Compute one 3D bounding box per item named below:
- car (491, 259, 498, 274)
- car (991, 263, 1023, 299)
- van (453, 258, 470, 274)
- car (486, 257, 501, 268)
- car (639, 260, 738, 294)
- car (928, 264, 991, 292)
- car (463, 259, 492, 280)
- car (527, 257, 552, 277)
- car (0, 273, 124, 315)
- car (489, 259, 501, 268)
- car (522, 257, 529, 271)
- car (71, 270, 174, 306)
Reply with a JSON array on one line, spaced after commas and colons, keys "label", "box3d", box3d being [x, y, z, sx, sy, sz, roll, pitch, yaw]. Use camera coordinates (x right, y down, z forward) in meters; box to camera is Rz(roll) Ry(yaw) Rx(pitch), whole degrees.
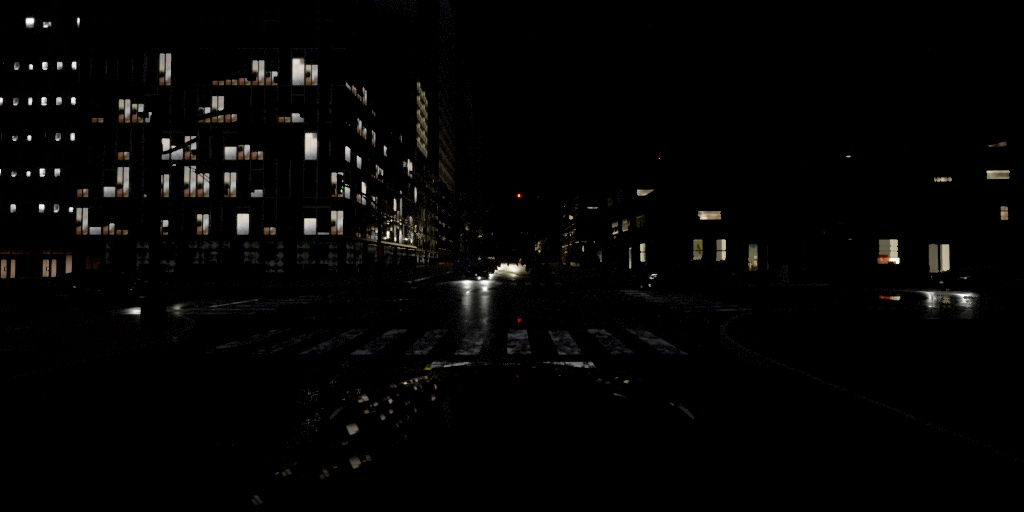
[{"label": "car", "box3d": [-3.024, 1.319, 42.020, 1.994, 1.385, 4.181, 0, 0, 0]}, {"label": "car", "box3d": [20.710, 0.994, 12.734, 4.829, 1.417, 1.751, 0, 0, 1]}, {"label": "van", "box3d": [-5.618, 1.096, 40.623, 1.690, 1.789, 3.998, 0, 0, 0]}, {"label": "car", "box3d": [-3.003, 1.303, 52.300, 2.033, 1.411, 5.357, 0, 0, 0]}, {"label": "car", "box3d": [9.192, 1.038, 19.025, 4.553, 1.767, 2.097, -1, -1, 5]}, {"label": "car", "box3d": [24.503, 1.060, 18.493, 4.674, 1.442, 1.812, 0, -1, 1]}, {"label": "car", "box3d": [-3.017, 1.280, 32.071, 1.812, 1.442, 4.674, 0, 0, -1]}, {"label": "car", "box3d": [2.753, 1.194, 34.972, 1.967, 1.591, 4.097, 0, 0, 0]}, {"label": "car", "box3d": [-17.398, 1.412, 13.170, 4.207, 1.307, 1.802, 0, 0, 1]}, {"label": "car", "box3d": [-2.938, 1.234, 62.720, 1.882, 1.535, 5.008, 0, 0, 1]}, {"label": "car", "box3d": [2.774, 1.070, 46.320, 2.192, 1.841, 5.009, 0, 0, 0]}, {"label": "car", "box3d": [-17.867, 1.359, 15.783, 5.008, 1.535, 1.882, -1, -1, 1]}]
